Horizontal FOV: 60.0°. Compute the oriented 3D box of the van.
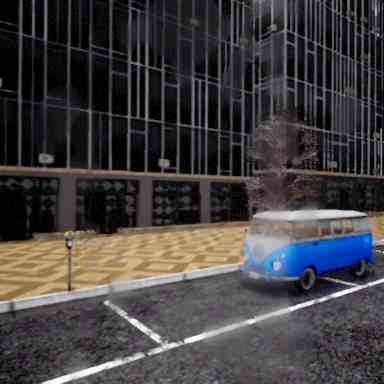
[{"bbox_3d":[3.138,1.389,8.811,3.998,1.788,1.690,0,0,-36],"label":"van"}]
